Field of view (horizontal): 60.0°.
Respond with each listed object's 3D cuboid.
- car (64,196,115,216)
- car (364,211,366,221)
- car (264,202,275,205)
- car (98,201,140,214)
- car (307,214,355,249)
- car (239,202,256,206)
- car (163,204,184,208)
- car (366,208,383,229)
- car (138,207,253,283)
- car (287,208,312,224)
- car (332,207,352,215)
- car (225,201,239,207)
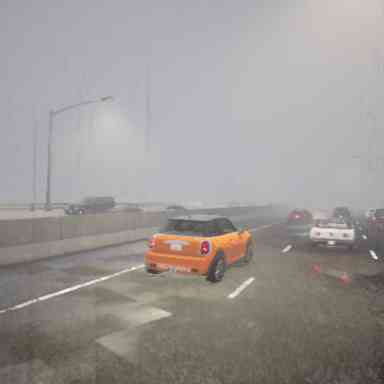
[{"bbox_3d":[-9.409,1.404,31.521,2.150,2.045,5.566,1,-1,25],"label":"car"},{"bbox_3d":[20.952,2.628,38.253,1.812,1.442,4.674,1,-1,26],"label":"car"},{"bbox_3d":[15.989,2.922,68.214,1.837,1.490,4.892,1,-1,26],"label":"car"},{"bbox_3d":[-6.148,1.817,30.241,1.994,1.385,4.181,1,-1,25],"label":"car"},{"bbox_3d":[7.240,2.030,17.036,1.895,1.301,4.718,1,-1,25],"label":"car"},{"bbox_3d":[11.586,2.813,67.192,1.812,1.442,4.674,1,-1,26],"label":"car"},{"bbox_3d":[-1.814,1.910,31.273,1.812,1.442,4.674,1,-1,25],"label":"car"},{"bbox_3d":[16.315,2.184,28.329,2.097,1.767,4.553,1,-1,25],"label":"car"},{"bbox_3d":[0.464,1.509,10.569,2.097,1.767,4.553,1,-1,24],"label":"car"},{"bbox_3d":[10.599,2.303,32.580,1.994,1.385,4.181,1,-1,25],"label":"car"},{"bbox_3d":[17.817,2.543,39.663,1.837,1.490,4.892,1,-1,25],"label":"car"},{"bbox_3d":[8.453,2.582,68.745,2.097,1.767,4.553,1,-1,26],"label":"car"}]
